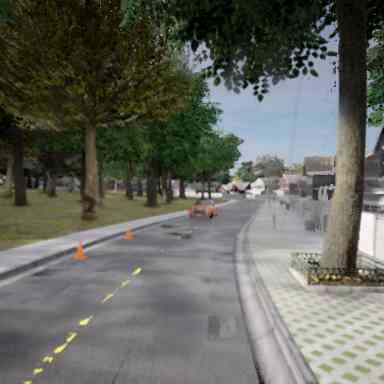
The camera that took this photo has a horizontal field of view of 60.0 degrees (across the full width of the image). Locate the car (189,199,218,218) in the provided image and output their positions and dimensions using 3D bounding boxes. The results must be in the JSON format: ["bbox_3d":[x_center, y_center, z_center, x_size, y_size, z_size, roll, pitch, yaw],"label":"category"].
[{"bbox_3d":[1.135,1.461,31.146,2.097,1.767,4.553,0,0,13],"label":"car"}]

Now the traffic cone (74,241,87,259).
[{"bbox_3d":[-3.848,1.977,11.469,0.340,0.580,0.340,0,0,6],"label":"traffic cone"}]

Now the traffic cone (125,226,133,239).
[{"bbox_3d":[-3.155,1.998,16.535,0.340,0.580,0.340,0,0,9],"label":"traffic cone"}]
